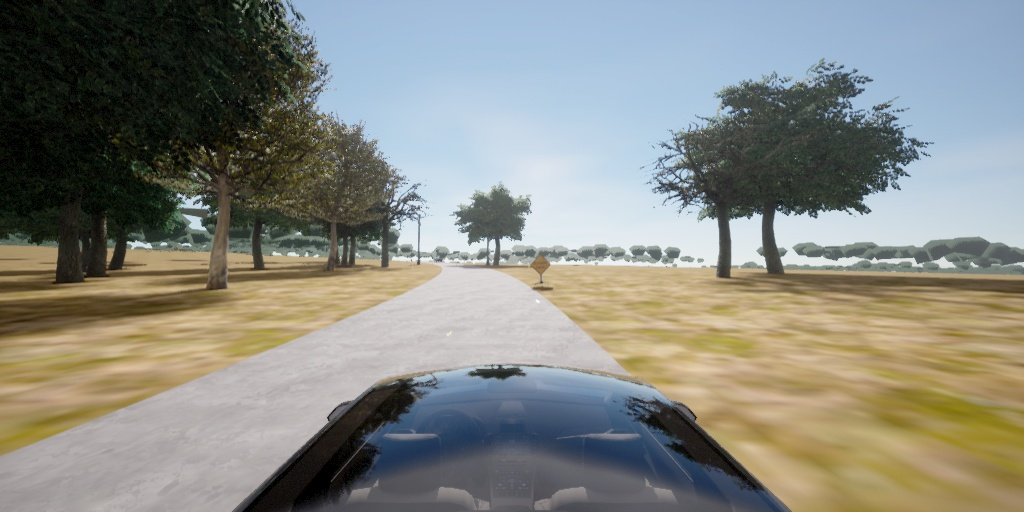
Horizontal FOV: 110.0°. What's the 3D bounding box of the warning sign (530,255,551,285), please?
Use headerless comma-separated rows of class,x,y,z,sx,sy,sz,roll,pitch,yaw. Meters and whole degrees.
warning sign,1.826,0.834,22.202,1.300,1.860,1.060,0,0,-5
